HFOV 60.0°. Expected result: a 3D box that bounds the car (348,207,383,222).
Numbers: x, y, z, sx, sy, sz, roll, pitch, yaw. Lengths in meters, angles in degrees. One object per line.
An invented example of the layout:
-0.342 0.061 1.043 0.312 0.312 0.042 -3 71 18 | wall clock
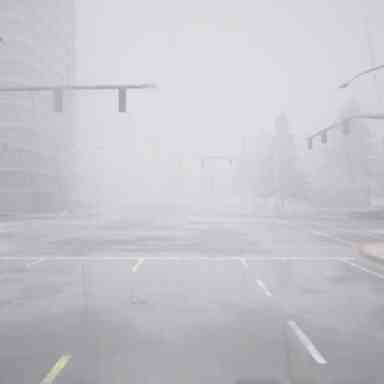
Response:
16.551 1.961 29.510 4.718 1.301 1.895 0 -1 0 | car

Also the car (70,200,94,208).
-20.679 2.197 62.586 5.357 1.411 2.033 0 -1 37 | car
